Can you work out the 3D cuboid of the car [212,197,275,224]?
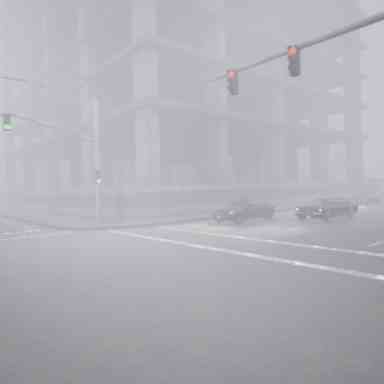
[{"bbox_3d":[3.298,1.085,20.692,4.674,1.442,1.812,-3,1,-41],"label":"car"}]

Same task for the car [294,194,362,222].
[{"bbox_3d":[8.262,1.020,20.350,4.718,1.301,1.895,-2,1,-40],"label":"car"}]

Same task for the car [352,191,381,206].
[{"bbox_3d":[16.418,0.578,31.886,4.181,1.385,1.994,-2,1,-40],"label":"car"}]
